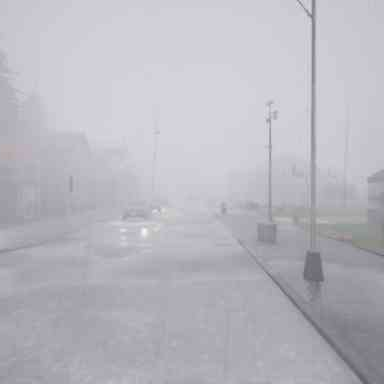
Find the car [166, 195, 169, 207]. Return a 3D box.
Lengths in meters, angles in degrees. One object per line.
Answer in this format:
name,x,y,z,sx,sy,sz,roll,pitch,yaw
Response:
car,-4.118,1.143,45.120,2.128,1.511,4.902,0,0,0

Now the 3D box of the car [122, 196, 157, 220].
car,-4.129,1.305,25.786,1.837,1.490,4.892,0,0,0

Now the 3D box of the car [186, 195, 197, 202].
car,-0.069,1.126,61.604,1.895,1.301,4.718,0,0,0

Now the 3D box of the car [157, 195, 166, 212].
car,-4.134,1.255,34.997,1.812,1.442,4.674,0,0,0
